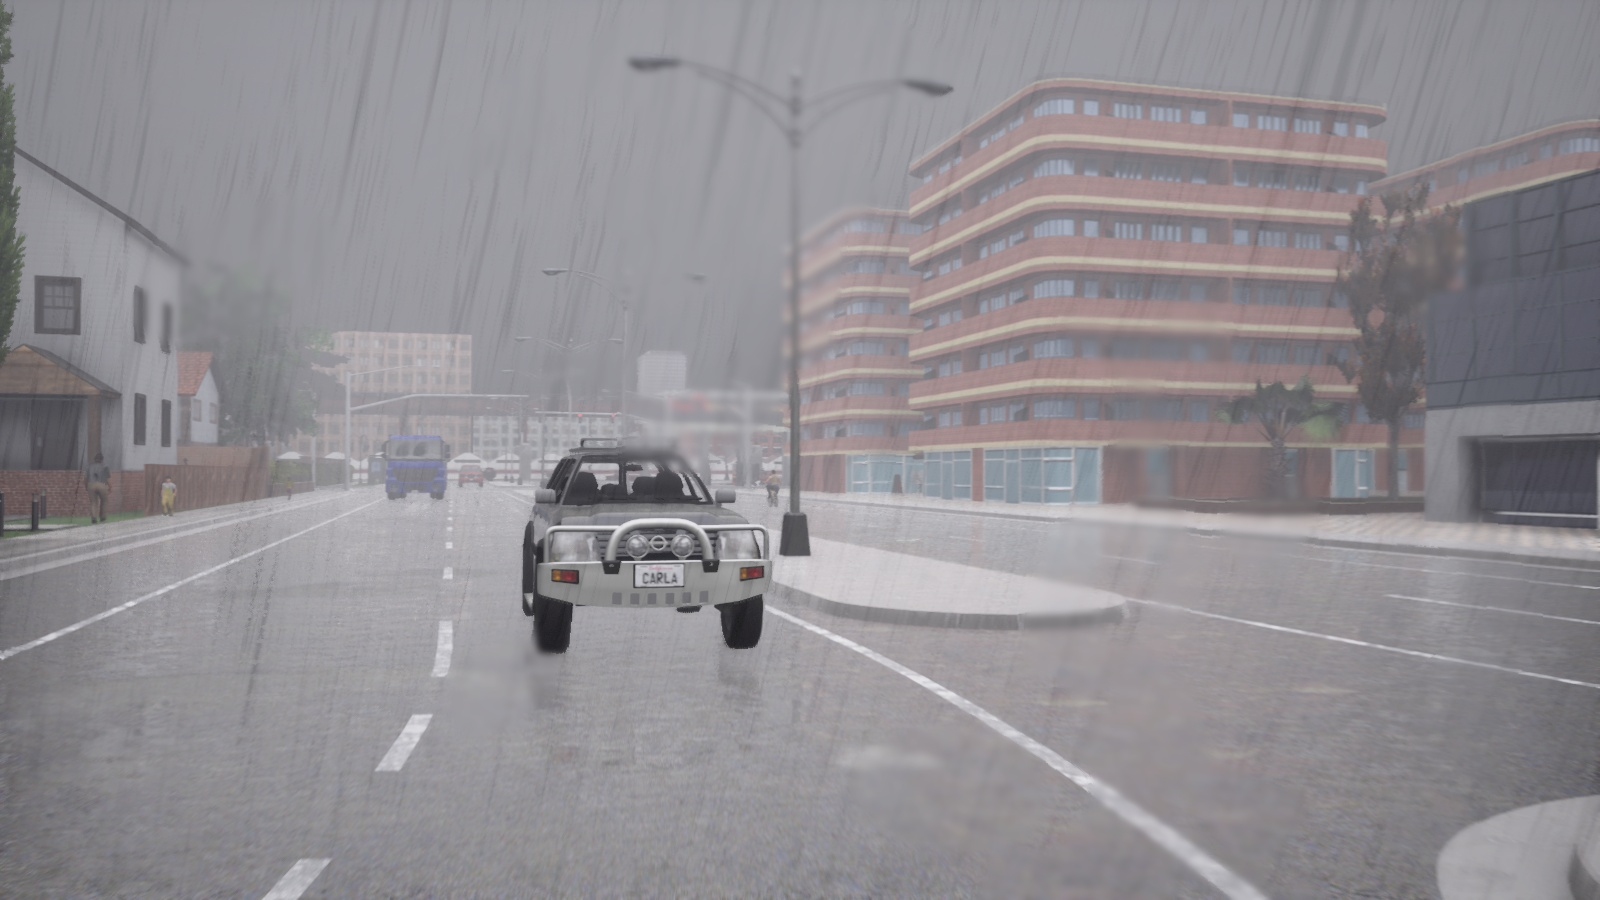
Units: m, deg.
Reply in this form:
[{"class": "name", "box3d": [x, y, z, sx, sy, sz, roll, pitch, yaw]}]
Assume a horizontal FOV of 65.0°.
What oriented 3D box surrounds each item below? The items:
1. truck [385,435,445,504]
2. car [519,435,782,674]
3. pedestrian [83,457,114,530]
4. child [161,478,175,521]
[{"class": "truck", "box3d": [-20.630, 1.065, 67.597, 2.891, 3.462, 7.936, 0, -1, -16]}, {"class": "car", "box3d": [-1.661, 0.843, 12.226, 1.932, 1.855, 4.605, 0, -1, -15]}, {"class": "pedestrian", "box3d": [-17.988, 1.097, 32.209, 0.540, 1.848, 0.694, 0, -1, -15]}, {"class": "child", "box3d": [-18.778, 1.466, 37.337, 0.270, 1.263, 0.437, 0, -1, -12]}]
